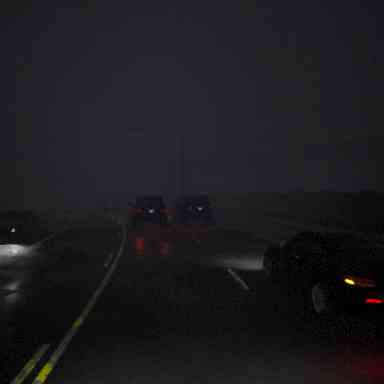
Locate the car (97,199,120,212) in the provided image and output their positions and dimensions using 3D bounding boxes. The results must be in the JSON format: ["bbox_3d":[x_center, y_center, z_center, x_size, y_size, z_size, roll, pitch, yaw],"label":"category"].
[{"bbox_3d":[-10.300,1.622,40.771,2.128,1.511,4.902,-1,0,-30],"label":"car"}]

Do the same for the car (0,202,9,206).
[{"bbox_3d":[-13.941,1.626,22.130,1.837,1.490,4.892,0,0,-16],"label":"car"}]

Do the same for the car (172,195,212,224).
[{"bbox_3d":[-0.146,1.256,25.458,2.150,2.045,5.566,0,0,-15],"label":"car"}]

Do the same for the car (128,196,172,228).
[{"bbox_3d":[-3.098,1.273,22.858,2.150,2.045,5.566,0,0,-13],"label":"car"}]

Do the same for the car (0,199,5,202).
[{"bbox_3d":[-30.988,1.790,52.821,4.553,1.767,2.097,-1,0,36],"label":"car"}]

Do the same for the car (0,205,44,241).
[{"bbox_3d":[-9.122,1.619,17.150,2.033,1.411,5.357,0,0,-11],"label":"car"}]

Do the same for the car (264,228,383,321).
[{"bbox_3d":[3.021,1.517,7.198,1.812,1.442,4.674,0,0,-5],"label":"car"}]
